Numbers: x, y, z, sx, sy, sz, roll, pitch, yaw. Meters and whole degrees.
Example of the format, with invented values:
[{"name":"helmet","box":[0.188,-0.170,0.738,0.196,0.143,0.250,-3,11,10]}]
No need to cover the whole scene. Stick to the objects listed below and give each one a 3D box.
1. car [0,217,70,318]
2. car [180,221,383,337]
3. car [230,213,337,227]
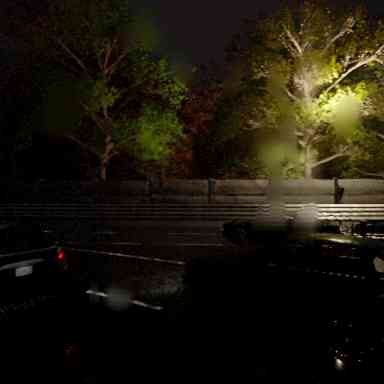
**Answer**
[{"name":"car","box":[-4.596,1.329,6.657,4.553,1.767,2.097,0,0,32]},{"name":"car","box":[2.389,1.520,6.397,5.357,1.411,2.033,0,0,34]},{"name":"car","box":[3.631,1.548,14.346,4.718,1.301,1.895,0,0,12]}]
